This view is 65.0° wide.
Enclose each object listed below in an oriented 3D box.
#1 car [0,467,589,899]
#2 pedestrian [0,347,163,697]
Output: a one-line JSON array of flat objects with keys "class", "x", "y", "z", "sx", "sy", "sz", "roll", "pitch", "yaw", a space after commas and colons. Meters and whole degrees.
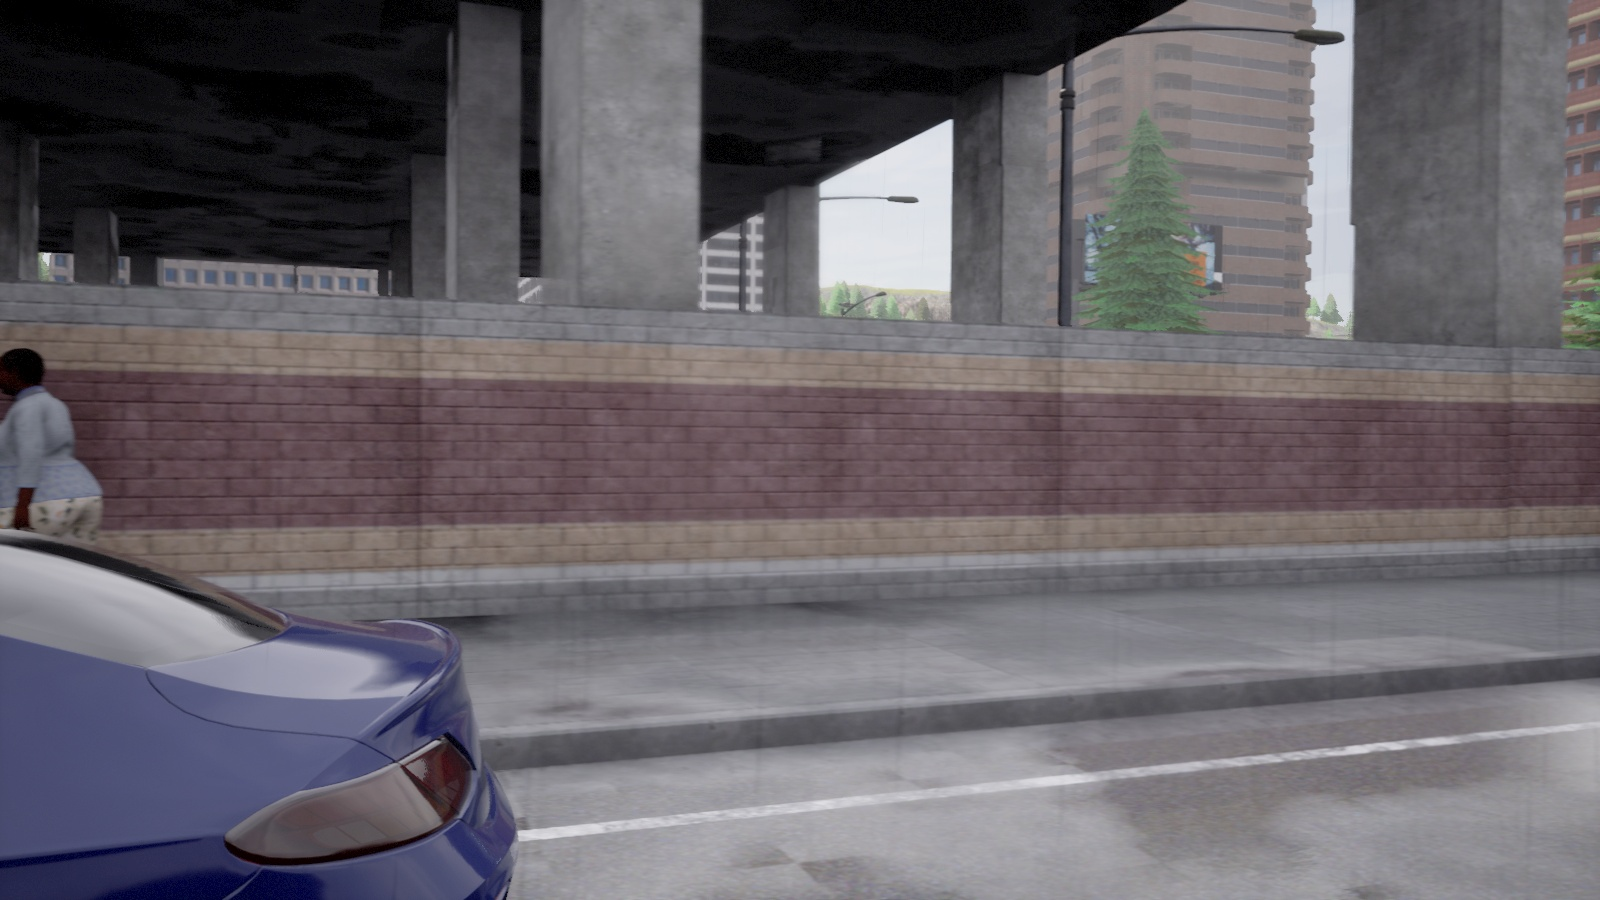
[{"class": "car", "x": -2.865, "y": 0.820, "z": 2.152, "sx": 4.674, "sy": 1.442, "sz": 1.812, "roll": -1, "pitch": 1, "yaw": -21}, {"class": "pedestrian", "x": -4.282, "y": 0.379, "z": 7.113, "sx": 0.900, "sy": 1.855, "sz": 0.874, "roll": -1, "pitch": 1, "yaw": -4}]
